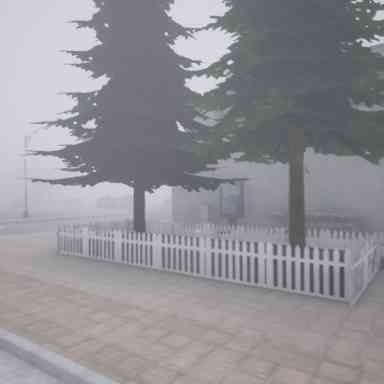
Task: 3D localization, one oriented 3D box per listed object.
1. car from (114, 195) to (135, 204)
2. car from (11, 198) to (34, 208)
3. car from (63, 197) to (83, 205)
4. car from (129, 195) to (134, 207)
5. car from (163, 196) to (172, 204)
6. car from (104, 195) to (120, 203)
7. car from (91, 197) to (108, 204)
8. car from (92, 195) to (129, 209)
[{"bbox_3d":[-15.060,1.610,73.643,4.605,1.855,1.932,-1,0,36],"label":"car"},{"bbox_3d":[-28.886,1.842,55.941,3.633,1.501,1.845,-1,0,36],"label":"car"},{"bbox_3d":[-22.968,1.819,63.993,4.514,1.523,2.007,-1,0,36],"label":"car"},{"bbox_3d":[-10.392,1.429,50.530,3.866,1.878,1.905,-1,0,36],"label":"car"},{"bbox_3d":[-2.858,1.504,60.871,5.027,1.636,2.152,-1,0,36],"label":"car"},{"bbox_3d":[-19.484,1.663,80.933,3.866,1.878,1.905,-1,0,36],"label":"car"},{"bbox_3d":[-21.934,1.953,78.604,3.806,1.475,1.970,-1,0,36],"label":"car"},{"bbox_3d":[-11.770,1.446,47.939,4.605,1.855,1.932,-1,0,36],"label":"car"}]
